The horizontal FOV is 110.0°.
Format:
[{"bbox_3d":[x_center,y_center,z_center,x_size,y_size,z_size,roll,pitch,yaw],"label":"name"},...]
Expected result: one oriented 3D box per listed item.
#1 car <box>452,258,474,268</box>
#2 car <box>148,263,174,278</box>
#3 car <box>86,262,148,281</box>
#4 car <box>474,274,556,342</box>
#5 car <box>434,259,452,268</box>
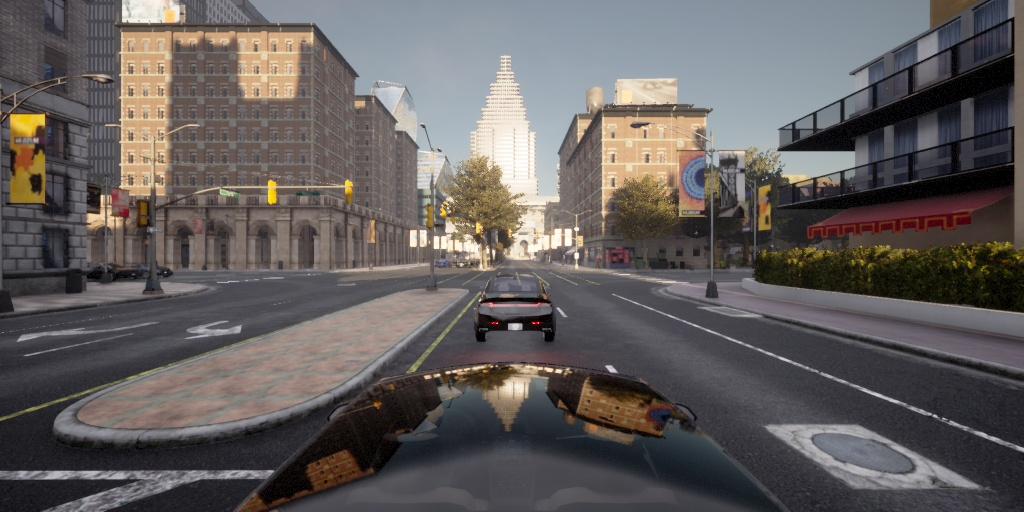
[{"bbox_3d":[-8.053,1.241,59.613,2.128,1.511,4.902,0,0,0],"label":"car"},{"bbox_3d":[-33.633,1.314,32.712,4.181,1.385,1.994,0,0,-1],"label":"car"},{"bbox_3d":[-33.346,1.228,29.219,5.008,1.535,1.882,0,0,0],"label":"car"},{"bbox_3d":[0.080,1.242,9.796,2.128,1.511,4.902,0,0,0],"label":"car"},{"bbox_3d":[-11.550,1.227,60.028,1.882,1.535,5.008,0,0,0],"label":"car"}]
